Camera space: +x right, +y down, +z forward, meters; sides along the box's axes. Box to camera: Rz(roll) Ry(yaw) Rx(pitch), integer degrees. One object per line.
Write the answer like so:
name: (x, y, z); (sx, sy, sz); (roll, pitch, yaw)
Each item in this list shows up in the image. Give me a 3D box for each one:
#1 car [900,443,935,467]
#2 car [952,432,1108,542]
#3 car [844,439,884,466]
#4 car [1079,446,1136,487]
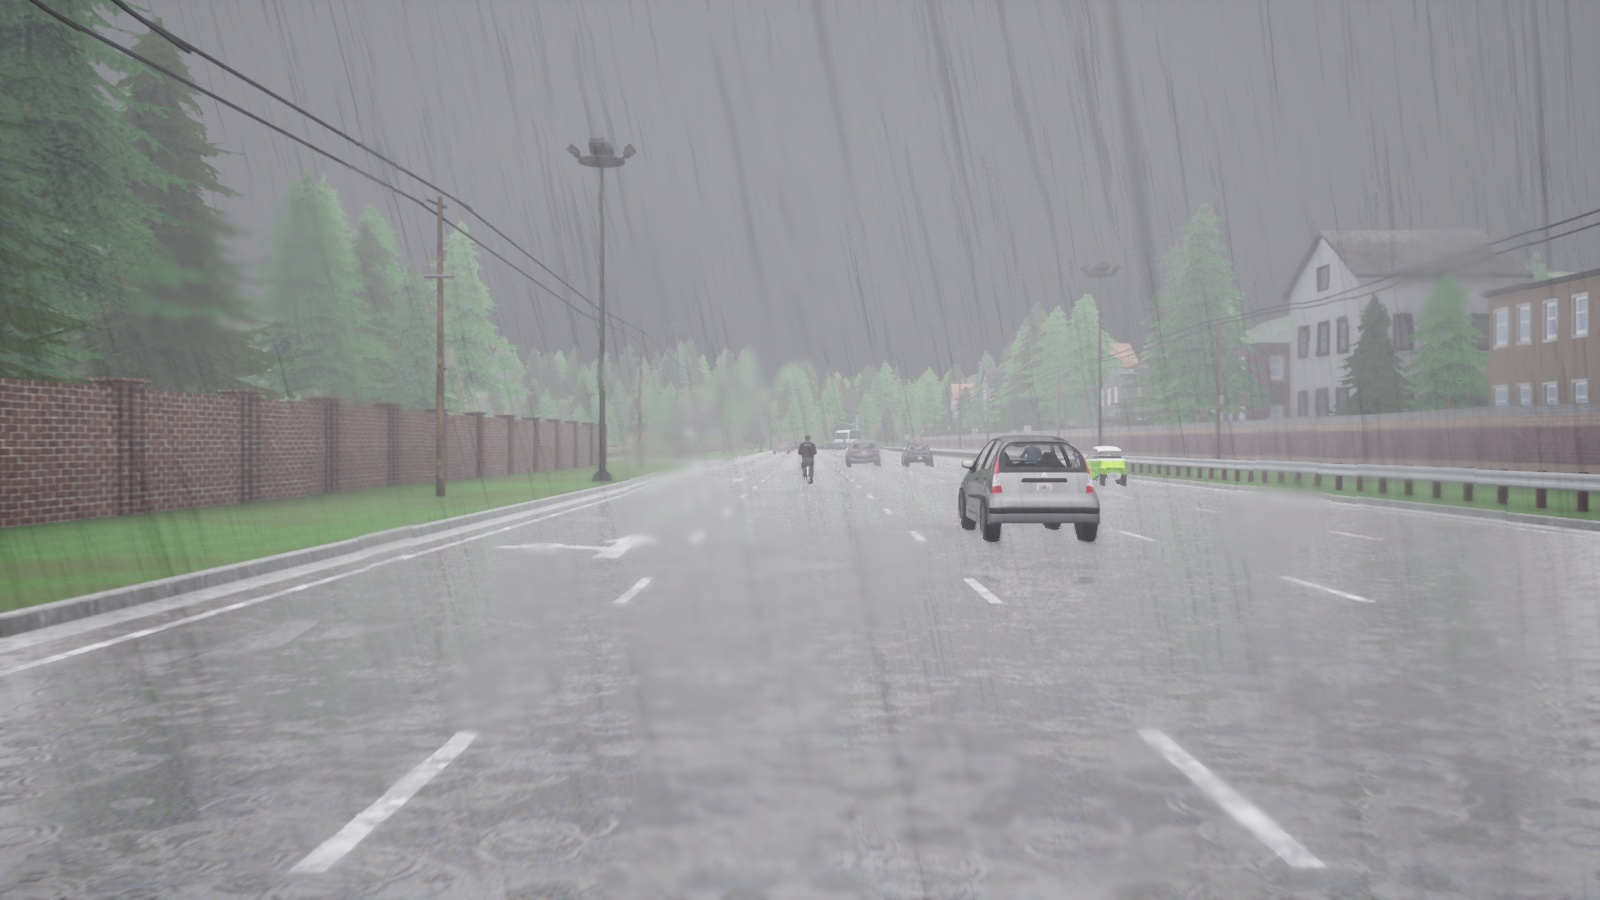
car: (7.473, 0.315, 80.120); (1.816, 1.474, 4.193); (0, 0, 0)
car: (3.633, 0.532, 20.517); (1.851, 1.617, 3.988); (0, 0, 0)
car: (3.964, 0.151, 78.507); (2.242, 1.667, 4.611); (0, 0, 0)
car: (10.768, 0.561, 44.118); (1.481, 1.376, 2.207); (0, 1, 0)
